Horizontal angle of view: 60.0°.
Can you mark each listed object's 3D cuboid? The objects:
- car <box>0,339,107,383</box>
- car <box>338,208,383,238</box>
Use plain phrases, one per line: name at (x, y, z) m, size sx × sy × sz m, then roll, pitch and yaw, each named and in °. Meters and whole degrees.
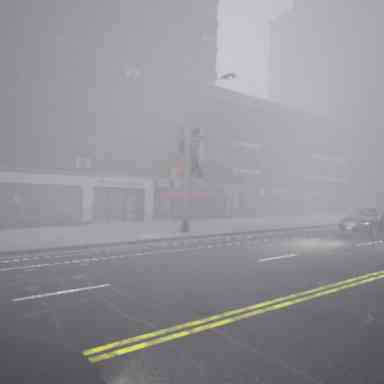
car at (-2.920, 1.540, 1.357) m, size 5.357 × 1.411 × 2.033 m, roll 0°, pitch 0°, yaw -36°
car at (10.248, 1.658, 18.882) m, size 4.902 × 1.511 × 2.128 m, roll 1°, pitch 0°, yaw -35°
